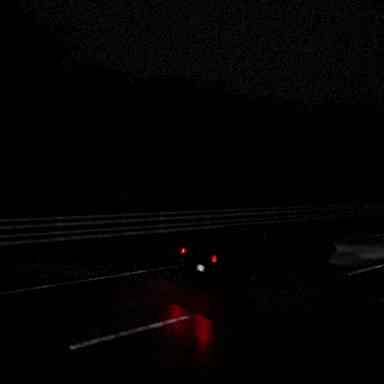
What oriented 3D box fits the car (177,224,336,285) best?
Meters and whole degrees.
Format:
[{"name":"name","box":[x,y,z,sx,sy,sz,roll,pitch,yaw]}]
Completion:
[{"name":"car","box":[2.021,1.580,9.497,4.718,1.301,1.895,0,0,-35]}]
